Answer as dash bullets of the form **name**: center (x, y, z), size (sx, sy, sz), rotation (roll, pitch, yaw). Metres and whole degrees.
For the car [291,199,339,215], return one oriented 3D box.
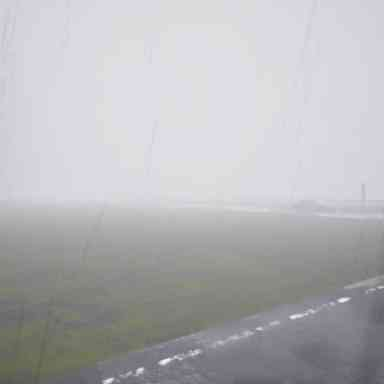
- **car**: center (12.037, 1.426, 32.792), size (1.812, 1.442, 4.674), rotation (-1, 1, -40)
